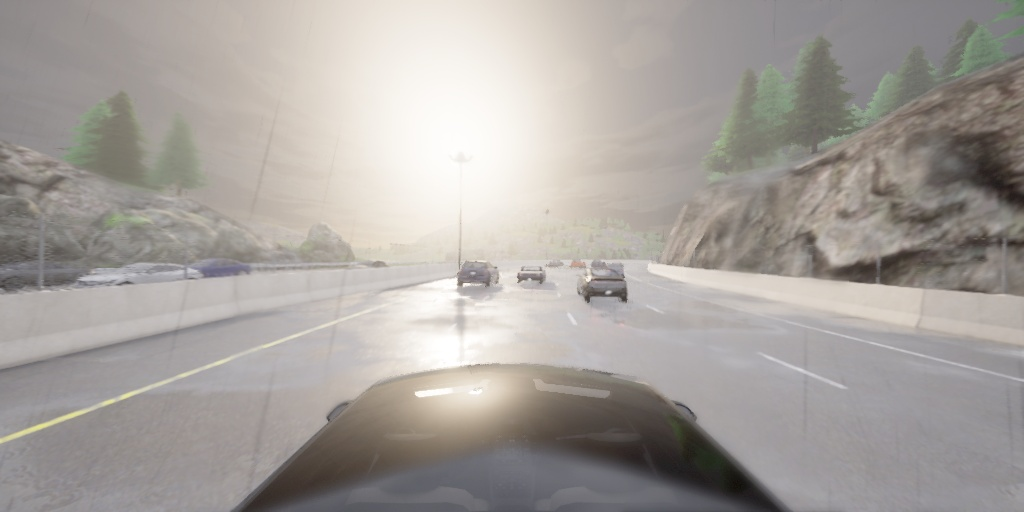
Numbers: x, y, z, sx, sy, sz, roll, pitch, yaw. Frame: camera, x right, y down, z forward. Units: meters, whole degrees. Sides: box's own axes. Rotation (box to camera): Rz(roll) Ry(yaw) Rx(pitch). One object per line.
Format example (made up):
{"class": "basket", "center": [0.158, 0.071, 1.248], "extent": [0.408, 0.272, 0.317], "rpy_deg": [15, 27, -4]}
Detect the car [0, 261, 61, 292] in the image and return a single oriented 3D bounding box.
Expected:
{"class": "car", "center": [-23.942, 0.959, 17.958], "extent": [1.994, 1.385, 4.181], "rpy_deg": [1, 0, 5]}

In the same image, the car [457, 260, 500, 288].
{"class": "car", "center": [-2.123, 1.075, 24.022], "extent": [2.097, 1.767, 4.553], "rpy_deg": [1, 0, 7]}

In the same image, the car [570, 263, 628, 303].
{"class": "car", "center": [4.187, 1.308, 17.138], "extent": [2.128, 1.511, 4.902], "rpy_deg": [1, 0, 5]}

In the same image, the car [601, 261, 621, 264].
{"class": "car", "center": [10.236, 1.459, 36.056], "extent": [2.033, 1.411, 5.357], "rpy_deg": [1, 0, 13]}

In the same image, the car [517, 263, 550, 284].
{"class": "car", "center": [1.602, 1.381, 27.583], "extent": [1.895, 1.301, 4.718], "rpy_deg": [1, 0, 9]}

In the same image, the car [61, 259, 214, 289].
{"class": "car", "center": [-17.033, 1.024, 16.766], "extent": [1.812, 1.442, 4.674], "rpy_deg": [1, 0, 5]}

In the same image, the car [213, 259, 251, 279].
{"class": "car", "center": [-19.894, 0.935, 23.740], "extent": [1.882, 1.535, 5.008], "rpy_deg": [1, 0, 7]}

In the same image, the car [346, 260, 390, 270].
{"class": "car", "center": [-12.004, 1.084, 30.196], "extent": [1.837, 1.490, 4.892], "rpy_deg": [1, -1, 9]}
